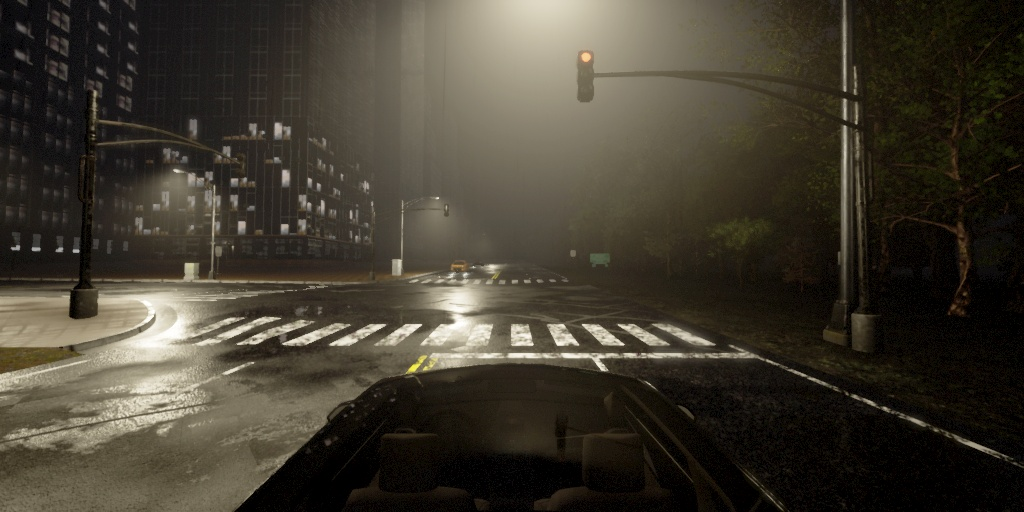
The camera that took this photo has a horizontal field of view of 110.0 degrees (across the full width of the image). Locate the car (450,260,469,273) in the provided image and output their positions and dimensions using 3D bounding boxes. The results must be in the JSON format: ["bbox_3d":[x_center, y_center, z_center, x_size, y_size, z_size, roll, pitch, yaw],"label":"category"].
[{"bbox_3d":[-6.504,1.302,45.077,1.882,1.535,5.008,0,1,0],"label":"car"}]
